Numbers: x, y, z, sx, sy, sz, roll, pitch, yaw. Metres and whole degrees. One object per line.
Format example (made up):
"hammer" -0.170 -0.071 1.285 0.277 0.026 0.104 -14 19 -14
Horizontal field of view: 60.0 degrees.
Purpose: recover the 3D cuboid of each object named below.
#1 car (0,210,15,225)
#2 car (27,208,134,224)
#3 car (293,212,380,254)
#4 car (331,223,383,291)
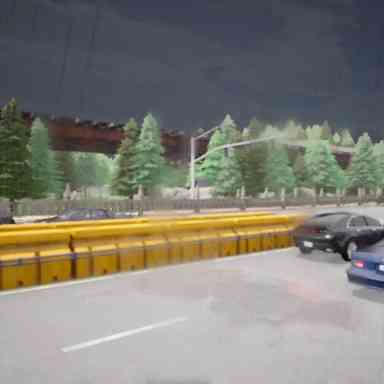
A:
"car" -11.832 1.505 17.039 4.892 1.490 1.837 0 0 -35
"car" -5.586 1.549 17.185 5.357 1.411 2.033 0 0 -35
"car" 5.749 1.504 12.167 4.892 1.490 1.837 2 -1 -35
"car" 5.878 1.550 7.973 5.357 1.411 2.033 0 0 -35
